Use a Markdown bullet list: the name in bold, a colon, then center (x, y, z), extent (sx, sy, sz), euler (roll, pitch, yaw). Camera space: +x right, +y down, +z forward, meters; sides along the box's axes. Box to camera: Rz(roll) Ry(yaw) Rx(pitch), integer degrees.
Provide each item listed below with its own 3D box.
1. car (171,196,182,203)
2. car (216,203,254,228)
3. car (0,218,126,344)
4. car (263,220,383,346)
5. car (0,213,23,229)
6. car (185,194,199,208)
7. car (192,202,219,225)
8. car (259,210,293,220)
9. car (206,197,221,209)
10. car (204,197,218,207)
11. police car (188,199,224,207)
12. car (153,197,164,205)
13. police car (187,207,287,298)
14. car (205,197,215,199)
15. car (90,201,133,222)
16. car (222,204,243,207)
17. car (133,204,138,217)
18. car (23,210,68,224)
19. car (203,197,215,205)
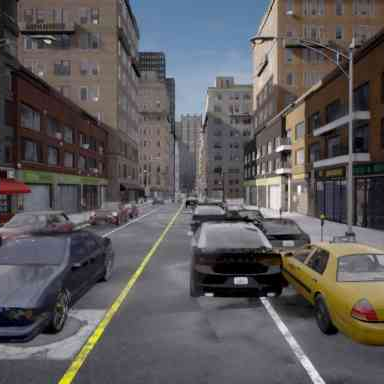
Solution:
- **car**: center (-3.004, 1.439, 65.057), extent (2.128, 1.511, 4.902), euler (0, 0, 0)
- **car**: center (2.859, 1.539, 23.104), extent (2.008, 1.369, 4.403), euler (-1, 0, 0)
- **car**: center (-3.001, 1.544, 6.991), extent (2.033, 1.411, 5.357), euler (0, 0, 0)
- **car**: center (2.856, 1.523, 6.517), extent (1.752, 1.417, 4.829), euler (-1, 0, 0)
- **car**: center (-5.680, 1.312, 6.346), extent (2.192, 1.841, 5.009), euler (-1, 0, 0)
- **car**: center (0.032, 1.444, 48.410), extent (1.882, 1.535, 5.008), euler (0, 0, 0)
- **car**: center (0.898, 1.514, 24.575), extent (1.812, 1.442, 4.674), euler (0, 0, 0)
- **car**: center (2.857, 1.560, 11.932), extent (1.947, 1.339, 4.313), euler (-1, 0, 0)
- **car**: center (2.863, 1.495, 45.617), extent (1.752, 1.417, 4.829), euler (-1, 0, 0)
- **car**: center (2.865, 1.529, 51.034), extent (1.947, 1.339, 4.313), euler (-1, 0, 0)
- **police car**: center (0.898, 1.417, 18.684), extent (1.930, 1.638, 5.238), euler (0, 0, 0)
- **car**: center (-5.680, 1.501, 56.618), extent (1.887, 1.381, 4.507), euler (-1, 0, 0)
- **police car**: center (0.899, 1.422, 8.684), extent (1.930, 1.638, 5.238), euler (0, 0, 0)
- **car**: center (2.862, 1.526, 39.862), extent (2.008, 1.369, 4.403), euler (-1, 0, 0)
- **car**: center (-5.680, 1.429, 23.103), extent (1.967, 1.590, 4.097), euler (-1, 0, 0)
- **car**: center (2.858, 1.558, 17.518), extent (1.947, 1.339, 4.313), euler (-1, 0, 0)
- **car**: center (-5.678, 1.567, 28.689), extent (1.802, 1.307, 4.206), euler (-1, 0, 0)
- **car**: center (-5.679, 1.435, 11.932), extent (1.967, 1.590, 4.097), euler (-1, 0, 0)
- **car**: center (2.866, 1.539, 56.619), extent (1.802, 1.307, 4.206), euler (-1, 0, 0)
